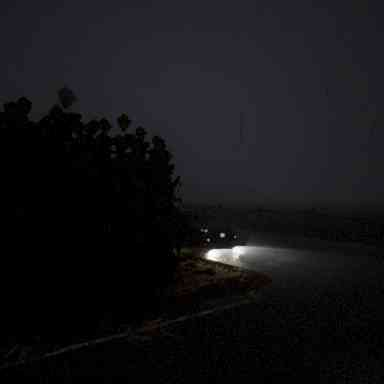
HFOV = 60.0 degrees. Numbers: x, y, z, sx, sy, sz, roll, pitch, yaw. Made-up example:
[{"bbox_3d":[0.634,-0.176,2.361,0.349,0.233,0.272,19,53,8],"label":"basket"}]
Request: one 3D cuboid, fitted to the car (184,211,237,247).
[{"bbox_3d":[0.091,1.559,15.056,1.994,1.385,4.181,0,0,-35],"label":"car"}]
